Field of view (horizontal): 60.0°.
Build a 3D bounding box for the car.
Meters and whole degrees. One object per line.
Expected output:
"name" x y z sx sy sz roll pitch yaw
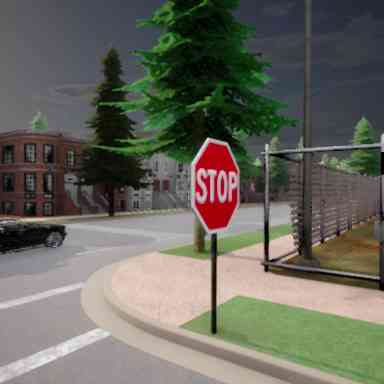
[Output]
"car" -6.548 1.519 11.477 1.895 1.301 4.718 0 0 20
